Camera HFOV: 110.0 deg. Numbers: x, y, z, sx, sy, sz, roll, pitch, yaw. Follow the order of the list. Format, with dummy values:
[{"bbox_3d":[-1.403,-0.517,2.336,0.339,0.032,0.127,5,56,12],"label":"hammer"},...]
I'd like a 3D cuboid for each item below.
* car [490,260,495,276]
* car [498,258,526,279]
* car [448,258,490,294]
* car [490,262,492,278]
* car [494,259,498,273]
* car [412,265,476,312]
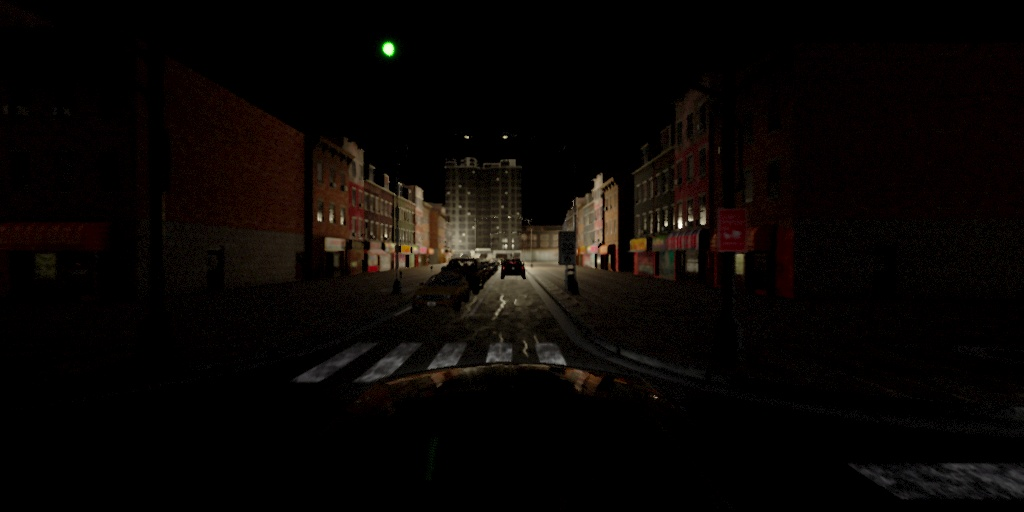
[{"bbox_3d":[-2.637,1.214,30.524,1.751,1.417,4.829,0,0,0],"label":"car"},{"bbox_3d":[0.102,1.040,31.963,2.097,1.767,4.553,0,0,0],"label":"car"},{"bbox_3d":[-2.637,1.023,19.790,2.192,1.841,5.009,0,0,0],"label":"car"},{"bbox_3d":[-2.637,1.280,25.242,1.802,1.307,4.207,0,0,0],"label":"car"},{"bbox_3d":[-2.637,1.245,36.146,1.948,1.339,4.313,0,0,0],"label":"car"},{"bbox_3d":[-2.637,1.244,14.168,1.751,1.417,4.829,0,0,0],"label":"car"}]
